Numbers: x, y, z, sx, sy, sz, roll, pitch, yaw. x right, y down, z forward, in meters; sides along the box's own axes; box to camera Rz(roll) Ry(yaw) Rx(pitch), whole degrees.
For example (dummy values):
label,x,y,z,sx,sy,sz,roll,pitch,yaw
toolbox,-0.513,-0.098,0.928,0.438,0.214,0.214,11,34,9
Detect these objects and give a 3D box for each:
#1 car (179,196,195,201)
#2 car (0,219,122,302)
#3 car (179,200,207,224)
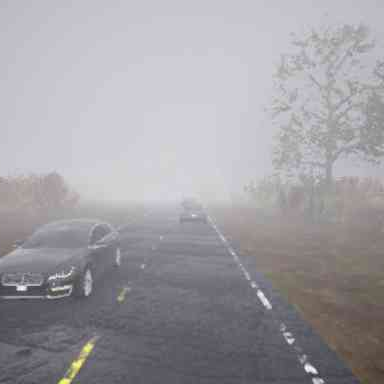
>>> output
label,x,y,z,sx,sy,sz,roll,pitch,yaw
car,-0.533,1.355,42.065,2.097,1.767,4.553,0,0,-4
car,-3.074,1.507,8.452,1.837,1.490,4.892,0,0,0
car,0.096,1.568,24.585,1.994,1.385,4.181,0,0,0
